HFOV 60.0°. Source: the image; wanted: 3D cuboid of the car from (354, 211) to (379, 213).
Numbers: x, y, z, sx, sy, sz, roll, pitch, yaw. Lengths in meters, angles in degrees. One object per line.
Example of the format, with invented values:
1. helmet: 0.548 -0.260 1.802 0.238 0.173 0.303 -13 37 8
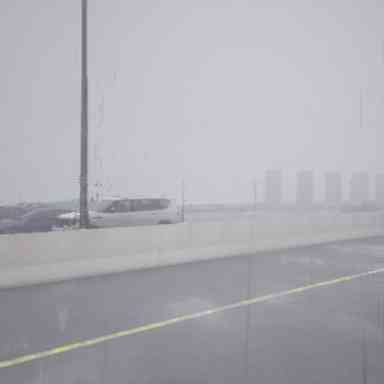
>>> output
1. car: 17.078 1.460 33.756 4.674 1.442 1.812 0 0 -25

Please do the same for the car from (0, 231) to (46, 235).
1. car: -6.956 1.493 16.104 5.357 1.411 2.033 0 0 -34

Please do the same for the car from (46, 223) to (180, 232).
1. car: -3.055 1.177 14.492 5.566 2.045 2.150 0 0 -33
